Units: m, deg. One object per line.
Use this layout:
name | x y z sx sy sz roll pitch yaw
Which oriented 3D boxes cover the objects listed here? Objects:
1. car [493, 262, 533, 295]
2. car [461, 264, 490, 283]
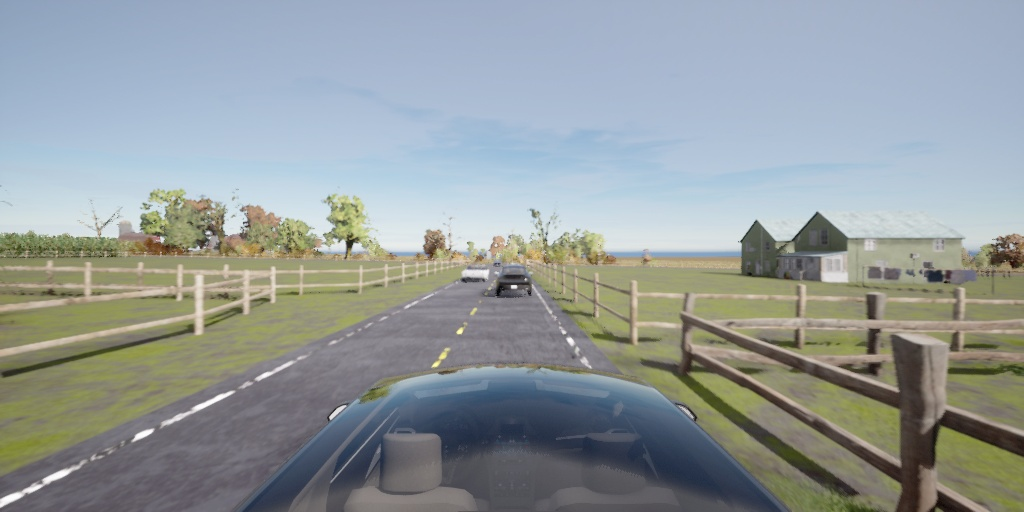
car | 0.106 1.252 19.710 1.837 1.490 4.892 0 0 0
car | -2.841 1.349 28.429 1.895 1.301 4.718 0 0 0
